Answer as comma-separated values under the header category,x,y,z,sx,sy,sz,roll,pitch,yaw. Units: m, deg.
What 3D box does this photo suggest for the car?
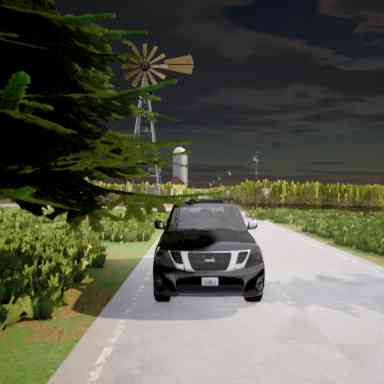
category,x,y,z,sx,sy,sz,roll,pitch,yaw
car,0.332,1.221,8.601,2.150,2.045,5.566,0,0,0
